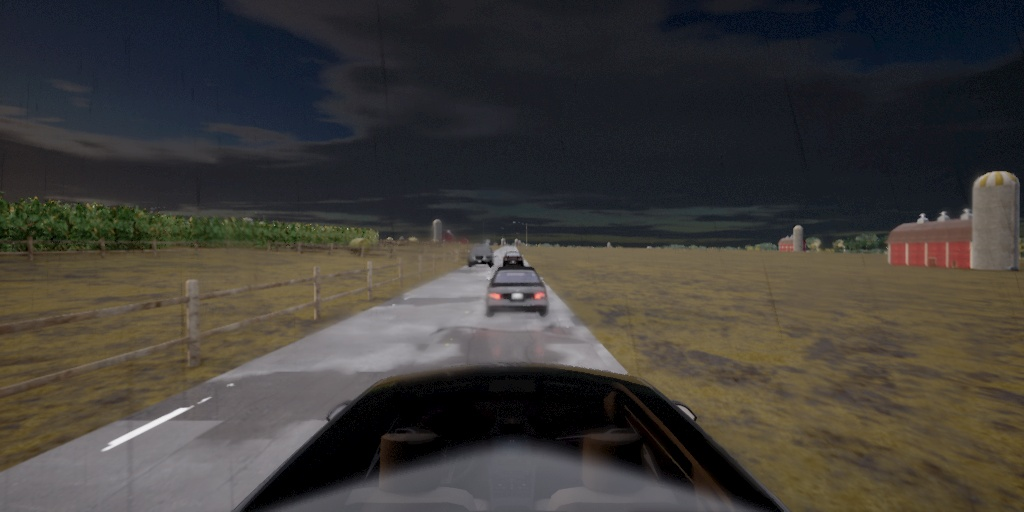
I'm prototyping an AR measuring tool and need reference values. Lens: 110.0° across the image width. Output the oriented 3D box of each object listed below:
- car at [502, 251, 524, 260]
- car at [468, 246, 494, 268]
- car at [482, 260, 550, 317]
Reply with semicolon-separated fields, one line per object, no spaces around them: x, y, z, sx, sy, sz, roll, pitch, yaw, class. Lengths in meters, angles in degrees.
0.096;0.285;34.034;1.882;1.535;5.008;0;2;0;car
-2.851;0.025;34.145;2.150;2.045;5.566;0;2;0;car
0.115;1.024;11.829;2.033;1.411;5.357;0;2;-1;car
